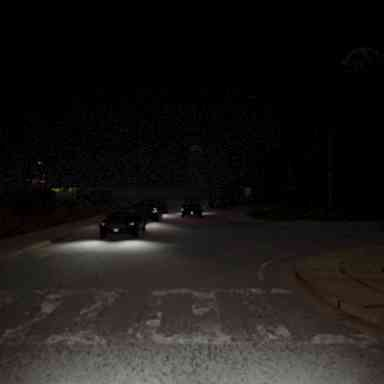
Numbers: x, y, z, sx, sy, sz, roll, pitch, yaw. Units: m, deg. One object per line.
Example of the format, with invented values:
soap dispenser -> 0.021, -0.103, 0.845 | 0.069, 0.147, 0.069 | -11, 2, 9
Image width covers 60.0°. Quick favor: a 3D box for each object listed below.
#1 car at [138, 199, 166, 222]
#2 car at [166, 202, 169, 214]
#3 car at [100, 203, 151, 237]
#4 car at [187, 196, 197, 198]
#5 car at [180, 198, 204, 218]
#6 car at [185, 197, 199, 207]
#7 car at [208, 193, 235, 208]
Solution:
car -> -3.597, 1.387, 27.004 | 2.097, 1.767, 4.553 | 0, 0, 0
car -> -3.576, 1.553, 36.148 | 1.837, 1.490, 4.892 | 0, 0, 0
car -> -3.603, 1.543, 18.101 | 1.812, 1.442, 4.674 | 0, 0, 0
car -> -0.021, 1.361, 44.697 | 2.097, 1.767, 4.553 | 0, -1, 0
car -> -0.010, 1.540, 30.694 | 1.837, 1.490, 4.892 | 0, 0, 0
car -> -0.016, 1.620, 53.920 | 2.033, 1.411, 5.357 | 0, 0, 0
car -> 4.148, 1.200, 46.465 | 1.905, 1.878, 3.866 | -8, 3, -42
